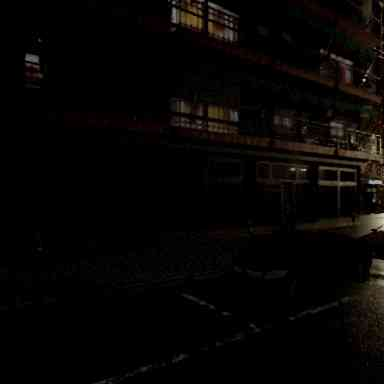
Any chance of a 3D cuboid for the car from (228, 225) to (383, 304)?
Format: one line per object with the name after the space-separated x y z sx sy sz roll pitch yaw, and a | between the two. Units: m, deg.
2.783 1.576 8.083 4.206 1.307 1.802 0 0 -36 | car
